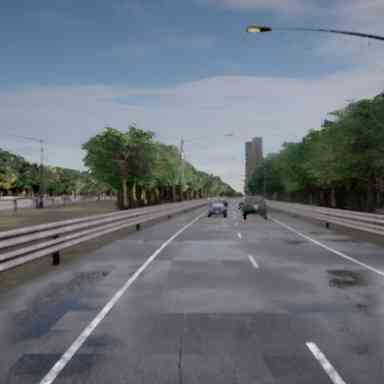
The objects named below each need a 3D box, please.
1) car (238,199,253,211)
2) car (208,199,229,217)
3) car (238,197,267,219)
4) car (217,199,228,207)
[{"bbox_3d":[7.615,1.881,47.697,1.882,1.535,5.008,0,0,7],"label":"car"},{"bbox_3d":[2.727,1.797,34.918,1.812,1.442,4.674,0,0,6],"label":"car"},{"bbox_3d":[5.942,1.489,32.178,2.150,2.045,5.566,0,-1,6],"label":"car"},{"bbox_3d":[5.657,2.012,61.424,1.837,1.490,4.892,0,-1,6],"label":"car"}]
